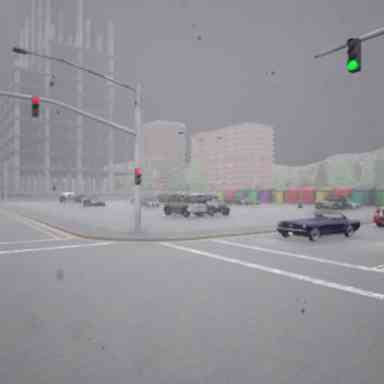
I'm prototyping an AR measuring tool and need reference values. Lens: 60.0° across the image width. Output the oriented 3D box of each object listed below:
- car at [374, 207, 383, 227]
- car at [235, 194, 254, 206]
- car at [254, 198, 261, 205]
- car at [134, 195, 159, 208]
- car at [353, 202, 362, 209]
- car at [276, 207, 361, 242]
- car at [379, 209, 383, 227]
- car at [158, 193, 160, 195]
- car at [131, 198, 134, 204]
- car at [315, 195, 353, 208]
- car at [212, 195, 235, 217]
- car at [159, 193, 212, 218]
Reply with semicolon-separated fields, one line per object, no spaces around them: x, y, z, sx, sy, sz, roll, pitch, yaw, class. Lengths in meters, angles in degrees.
14.632;1.340;22.482;5.566;2.045;2.150;0;0;-33;car
7.751;1.339;56.608;1.932;1.855;4.605;0;0;-35;car
10.162;1.564;58.213;1.784;1.438;3.905;0;0;-35;car
-6.051;1.501;46.857;1.970;1.475;3.806;0;0;-35;car
20.180;1.594;43.905;1.970;1.475;3.806;0;0;-35;car
6.514;1.673;17.047;4.718;1.301;1.895;0;0;-34;car
11.758;1.638;16.363;5.357;1.411;2.033;0;0;-34;car
-7.596;1.511;64.198;1.784;1.438;3.905;0;0;-35;car
-9.970;1.529;62.541;1.970;1.475;3.806;0;0;-35;car
17.801;1.341;42.256;1.905;1.878;3.866;0;0;-35;car
1.734;1.248;30.989;1.905;1.878;3.866;0;0;-35;car
-0.669;1.232;29.376;1.932;1.855;4.605;0;0;-35;car
